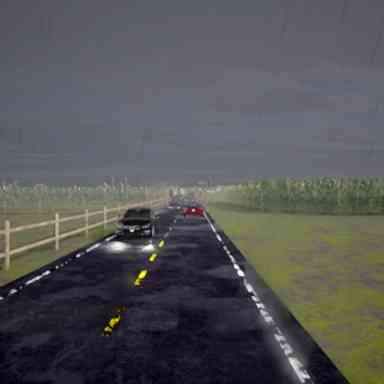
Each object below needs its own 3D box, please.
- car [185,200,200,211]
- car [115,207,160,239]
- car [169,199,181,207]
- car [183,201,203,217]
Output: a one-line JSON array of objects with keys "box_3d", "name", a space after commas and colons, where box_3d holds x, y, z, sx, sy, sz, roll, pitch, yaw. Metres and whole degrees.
[{"box_3d": [0.105, 1.819, 45.423, 1.895, 1.301, 4.718, 0, 0, 0], "name": "car"}, {"box_3d": [-2.847, 1.605, 18.165, 1.837, 1.490, 4.892, 0, 0, 0], "name": "car"}, {"box_3d": [-2.827, 1.806, 56.248, 2.033, 1.411, 5.357, 0, 0, 0], "name": "car"}, {"box_3d": [0.109, 1.736, 33.827, 1.994, 1.385, 4.181, 0, 0, -1], "name": "car"}]
